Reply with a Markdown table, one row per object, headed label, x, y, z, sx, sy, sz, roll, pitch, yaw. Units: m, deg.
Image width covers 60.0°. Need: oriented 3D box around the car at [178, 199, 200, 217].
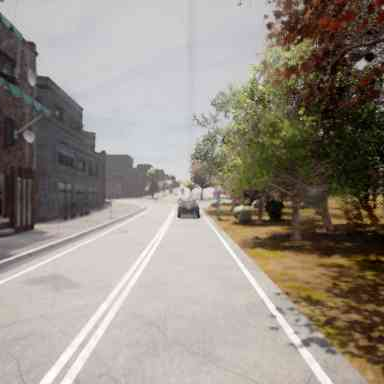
| label | x | y | z | sx | sy | sz | roll | pitch | yaw |
| --- | --- | --- | --- | --- | --- | --- | --- | --- | --- |
| car | -0.356 | 1.495 | 33.151 | 2.097 | 1.767 | 4.553 | 0 | 0 | -1 |
